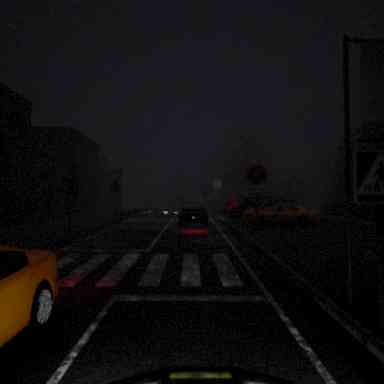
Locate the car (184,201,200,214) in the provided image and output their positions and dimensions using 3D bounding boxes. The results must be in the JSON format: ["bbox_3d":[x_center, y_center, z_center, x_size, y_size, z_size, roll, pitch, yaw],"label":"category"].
[{"bbox_3d":[0.026,1.889,41.201,1.837,1.490,4.892,0,-2,0],"label":"car"}]

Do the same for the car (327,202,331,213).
[{"bbox_3d":[18.379,1.507,39.182,5.566,2.045,2.435,0,-1,-1],"label":"car"}]

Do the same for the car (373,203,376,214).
[{"bbox_3d":[18.703,1.526,28.002,5.366,1.575,1.946,0,-1,0],"label":"car"}]

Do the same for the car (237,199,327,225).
[{"bbox_3d":[6.101,1.461,23.100,5.366,1.575,1.946,0,-1,0],"label":"car"}]

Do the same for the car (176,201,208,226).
[{"bbox_3d":[0.077,1.467,23.255,1.882,1.535,5.008,0,-1,0],"label":"car"}]

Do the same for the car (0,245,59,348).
[{"bbox_3d":[-3.350,1.454,4.022,1.882,1.535,5.008,0,0,0],"label":"car"}]

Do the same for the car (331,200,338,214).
[{"bbox_3d":[18.434,1.694,36.508,4.892,1.521,2.231,0,-1,-1],"label":"car"}]

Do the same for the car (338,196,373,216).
[{"bbox_3d":[18.445,1.378,33.721,5.566,2.045,2.435,0,-1,-1],"label":"car"}]

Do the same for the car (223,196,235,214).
[{"bbox_3d":[6.215,1.410,35.250,5.566,2.045,2.435,0,-1,-1],"label":"car"}]

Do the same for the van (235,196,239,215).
[{"bbox_3d":[6.357,1.320,29.059,4.442,1.987,1.878,0,-1,0],"label":"van"}]

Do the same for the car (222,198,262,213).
[{"bbox_3d":[6.145,1.681,41.199,4.553,1.767,2.185,0,-1,-1],"label":"car"}]

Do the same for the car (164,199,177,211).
[{"bbox_3d":[-3.381,2.198,55.557,2.150,2.045,5.566,0,-3,0],"label":"car"}]

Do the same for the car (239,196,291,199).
[{"bbox_3d":[6.295,1.372,26.020,4.553,1.767,2.185,0,-1,0],"label":"car"}]
